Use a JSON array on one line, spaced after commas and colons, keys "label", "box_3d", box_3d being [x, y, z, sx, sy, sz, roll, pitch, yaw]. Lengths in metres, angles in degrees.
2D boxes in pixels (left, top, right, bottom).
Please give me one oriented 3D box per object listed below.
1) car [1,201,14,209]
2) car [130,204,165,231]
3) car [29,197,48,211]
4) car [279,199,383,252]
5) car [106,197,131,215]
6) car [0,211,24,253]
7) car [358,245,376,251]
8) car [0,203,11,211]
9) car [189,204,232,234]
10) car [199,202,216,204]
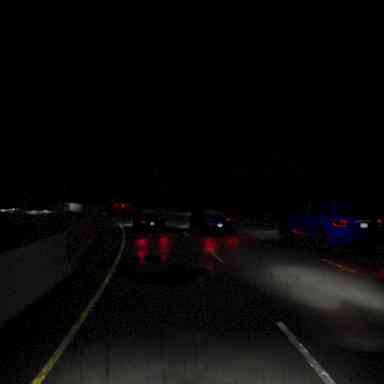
[{"label": "car", "box_3d": [-32.176, 2.250, 57.812, 1.994, 1.385, 4.181, 0, 0, -34]}, {"label": "car", "box_3d": [-2.917, 1.721, 22.183, 1.812, 1.442, 4.674, 0, 0, -13]}, {"label": "car", "box_3d": [-24.100, 1.802, 52.038, 2.150, 2.045, 5.566, 0, 0, -33]}, {"label": "car", "box_3d": [5.777, 1.316, 14.584, 2.150, 2.045, 5.566, 0, 0, -8]}, {"label": "car", "box_3d": [-8.560, 1.584, 38.846, 2.150, 2.045, 5.566, 0, 0, -23]}, {"label": "car", "box_3d": [-8.445, 1.714, 13.543, 1.994, 1.385, 4.181, 0, -1, -10]}, {"label": "car", "box_3d": [3.385, 1.500, 2.191, 2.128, 1.511, 4.902, 0, 0, -2]}, {"label": "car", "box_3d": [-13.861, 1.733, 22.023, 1.882, 1.535, 5.008, 0, -1, -16]}, {"label": "car", "box_3d": [1.076, 1.689, 20.660, 1.812, 1.442, 4.674, 0, 0, -12]}, {"label": "car", "box_3d": [1.385, 1.741, 32.521, 2.128, 1.511, 4.902, 0, 0, -18]}]
